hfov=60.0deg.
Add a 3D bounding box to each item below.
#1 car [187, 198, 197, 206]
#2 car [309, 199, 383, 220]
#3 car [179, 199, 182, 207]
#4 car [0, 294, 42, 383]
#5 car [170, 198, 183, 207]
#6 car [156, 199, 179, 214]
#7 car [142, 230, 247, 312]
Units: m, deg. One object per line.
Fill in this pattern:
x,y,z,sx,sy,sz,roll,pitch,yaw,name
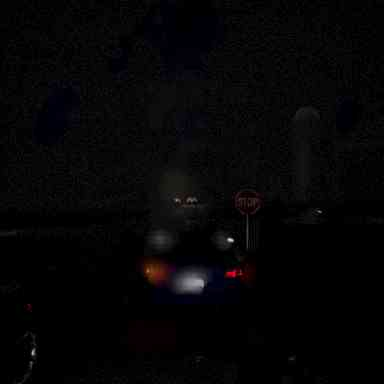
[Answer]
-0.028,1.946,68.668,2.097,1.767,4.553,0,-1,0,car
11.264,1.188,23.765,5.357,1.411,2.033,-2,-1,-3,car
-2.858,1.858,47.295,1.895,1.301,4.718,0,-1,0,car
-2.852,1.565,2.427,1.994,1.385,4.181,0,0,0,car
-2.836,1.959,61.050,2.128,1.511,4.902,0,-1,0,car
-2.869,1.694,37.376,2.033,1.411,5.357,0,0,0,car
0.072,1.575,7.827,1.994,1.385,4.181,0,0,1,car
